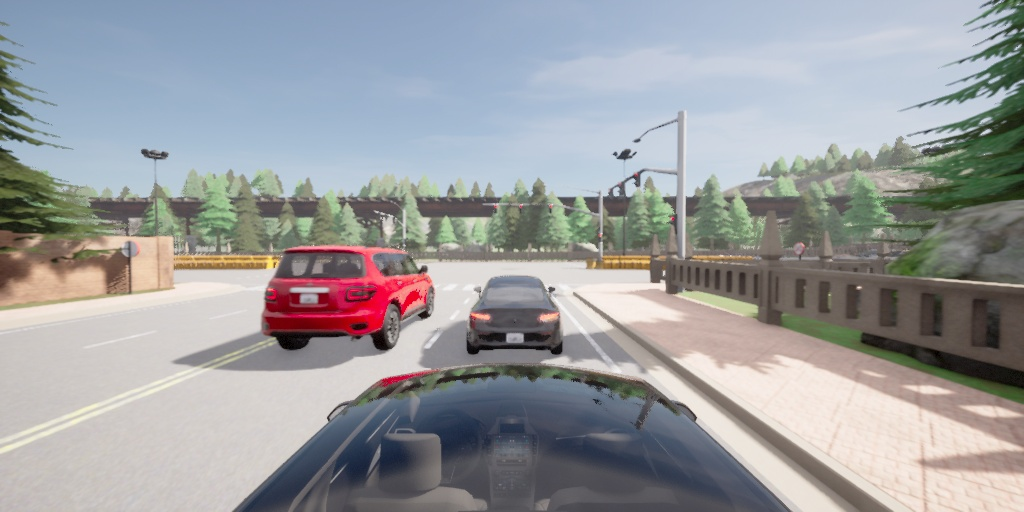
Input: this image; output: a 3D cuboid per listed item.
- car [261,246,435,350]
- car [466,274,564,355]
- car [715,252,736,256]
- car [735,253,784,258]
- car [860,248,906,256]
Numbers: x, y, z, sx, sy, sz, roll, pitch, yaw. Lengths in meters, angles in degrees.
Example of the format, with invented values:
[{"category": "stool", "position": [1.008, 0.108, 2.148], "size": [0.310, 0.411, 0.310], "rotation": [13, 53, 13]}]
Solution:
[{"category": "car", "position": [-3.440, 0.818, 8.763], "size": [2.150, 2.045, 5.566], "rotation": [0, 0, 0]}, {"category": "car", "position": [0.062, 1.142, 8.207], "size": [1.812, 1.442, 4.674], "rotation": [0, 1, 0]}, {"category": "car", "position": [26.379, 0.385, 43.293], "size": [4.902, 1.511, 2.128], "rotation": [0, 1, 0]}, {"category": "car", "position": [28.399, 0.513, 39.795], "size": [5.357, 1.411, 2.033], "rotation": [0, 1, 0]}, {"category": "car", "position": [45.625, -0.029, 43.229], "size": [4.718, 1.301, 1.895], "rotation": [-4, 1, 0]}]
